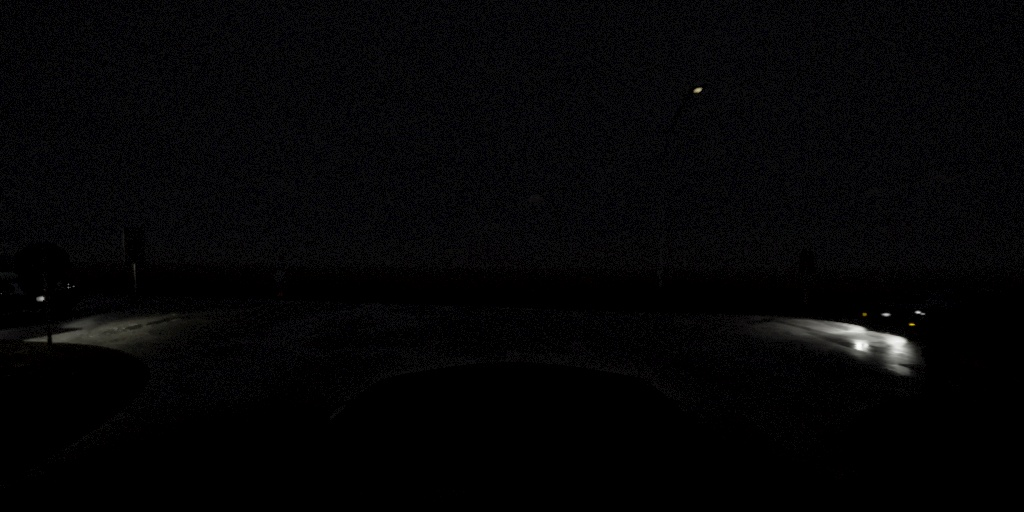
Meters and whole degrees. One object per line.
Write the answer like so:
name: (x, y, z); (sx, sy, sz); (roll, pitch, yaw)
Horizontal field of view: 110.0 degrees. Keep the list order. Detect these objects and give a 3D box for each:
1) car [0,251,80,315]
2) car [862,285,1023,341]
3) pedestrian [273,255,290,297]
car: (-16.498, 0.849, 10.806); (5.566, 2.045, 2.150); (1, 2, 6)
car: (13.167, 1.603, 10.580); (4.181, 1.385, 1.994); (1, 2, 4)
pedestrian: (-10.402, 0.872, 16.156); (0.375, 1.860, 0.375); (-1, 0, 6)
